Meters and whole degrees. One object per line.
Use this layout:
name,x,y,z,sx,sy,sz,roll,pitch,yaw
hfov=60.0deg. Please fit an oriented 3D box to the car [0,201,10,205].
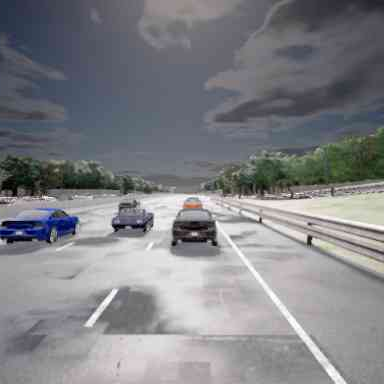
car,-17.593,1.517,28.898,1.837,1.490,4.892,0,0,0

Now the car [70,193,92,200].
car,-20.998,1.219,64.417,2.150,2.045,5.566,0,0,0

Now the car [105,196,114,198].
car,-17.495,1.504,71.081,2.033,1.411,5.357,0,0,0

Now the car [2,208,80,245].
car,-6.899,1.487,15.757,1.882,1.535,5.008,0,0,0

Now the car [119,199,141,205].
car,-6.897,1.514,36.880,1.837,1.490,4.892,0,0,0

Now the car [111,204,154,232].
car,-3.398,1.611,20.035,1.895,1.301,4.718,0,0,0

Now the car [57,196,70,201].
car,-24.496,1.544,64.431,1.994,1.385,4.181,0,0,0

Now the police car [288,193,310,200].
police car,20.050,0.906,63.094,2.038,1.542,4.974,0,-2,-16

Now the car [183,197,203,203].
car,0.103,1.360,36.334,2.097,1.767,4.553,0,0,0

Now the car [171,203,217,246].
car,0.101,1.486,15.413,1.882,1.535,5.008,0,0,0
